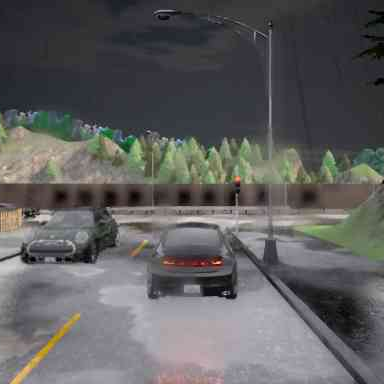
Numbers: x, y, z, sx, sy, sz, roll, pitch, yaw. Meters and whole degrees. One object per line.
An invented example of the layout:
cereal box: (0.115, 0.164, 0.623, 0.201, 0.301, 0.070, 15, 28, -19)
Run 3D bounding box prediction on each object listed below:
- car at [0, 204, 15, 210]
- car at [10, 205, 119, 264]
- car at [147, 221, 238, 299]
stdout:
car: (-14.917, 1.601, 27.104, 4.718, 1.301, 1.895, 0, 0, 0)
car: (-4.057, 1.352, 11.791, 2.097, 1.767, 4.553, 0, 0, 1)
car: (0.025, 1.505, 8.429, 1.837, 1.490, 4.892, 0, 0, 1)
